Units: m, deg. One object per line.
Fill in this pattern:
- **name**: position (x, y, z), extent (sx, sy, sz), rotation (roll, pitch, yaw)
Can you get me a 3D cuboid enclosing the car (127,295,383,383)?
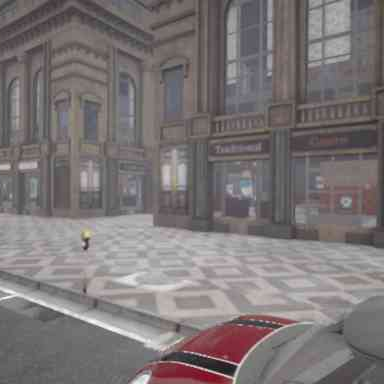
- **car**: position (1.335, 1.440, 2.006), extent (4.097, 1.590, 1.967), rotation (0, 0, 36)
